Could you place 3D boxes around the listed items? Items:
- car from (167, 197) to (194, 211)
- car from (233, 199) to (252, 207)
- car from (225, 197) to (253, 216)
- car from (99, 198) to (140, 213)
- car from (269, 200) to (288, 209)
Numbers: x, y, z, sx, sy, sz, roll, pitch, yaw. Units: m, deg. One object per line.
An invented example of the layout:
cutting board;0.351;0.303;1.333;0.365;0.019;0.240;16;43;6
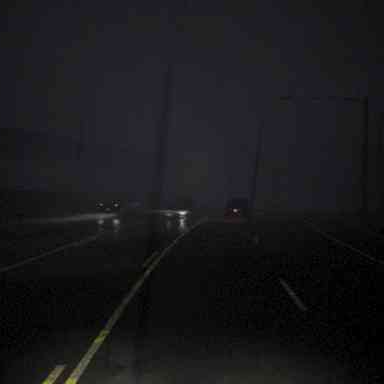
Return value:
car;-1.096;1.221;36.148;1.812;1.442;4.674;1;-1;18
car;10.342;2.260;67.384;2.128;1.511;4.902;1;-2;30
car;4.071;1.231;28.670;1.837;1.490;4.892;0;-1;15
car;-6.535;1.186;30.319;1.895;1.301;4.718;1;0;15
car;13.447;1.949;51.414;1.895;1.301;4.718;1;-2;29
